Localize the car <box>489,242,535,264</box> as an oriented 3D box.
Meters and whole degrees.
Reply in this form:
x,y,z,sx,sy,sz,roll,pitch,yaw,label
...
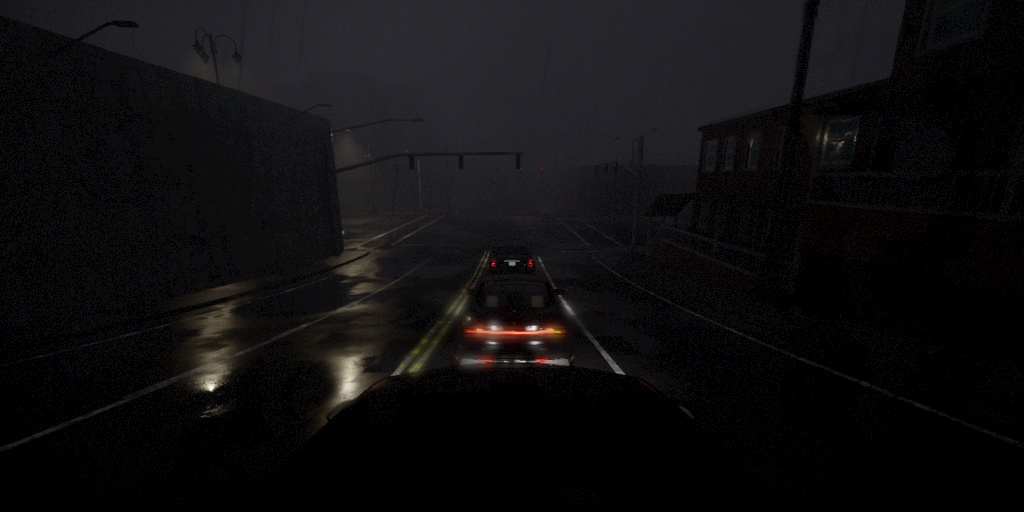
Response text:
x,y,z,sx,sy,sz,roll,pitch,yaw,label
0.014,0.085,17.445,2.097,1.767,4.553,0,7,0,car

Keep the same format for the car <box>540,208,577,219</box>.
x,y,z,sx,sy,sz,roll,pitch,yaw,label
6.081,-5.604,46.903,4.718,1.301,1.895,2,13,11,car

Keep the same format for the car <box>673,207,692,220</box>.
x,y,z,sx,sy,sz,roll,pitch,yaw,label
23.340,-5.543,46.036,5.008,1.535,1.882,0,12,0,car

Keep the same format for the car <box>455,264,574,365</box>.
x,y,z,sx,sy,sz,roll,pitch,yaw,label
0.052,1.122,7.195,1.837,1.490,4.892,0,2,0,car
